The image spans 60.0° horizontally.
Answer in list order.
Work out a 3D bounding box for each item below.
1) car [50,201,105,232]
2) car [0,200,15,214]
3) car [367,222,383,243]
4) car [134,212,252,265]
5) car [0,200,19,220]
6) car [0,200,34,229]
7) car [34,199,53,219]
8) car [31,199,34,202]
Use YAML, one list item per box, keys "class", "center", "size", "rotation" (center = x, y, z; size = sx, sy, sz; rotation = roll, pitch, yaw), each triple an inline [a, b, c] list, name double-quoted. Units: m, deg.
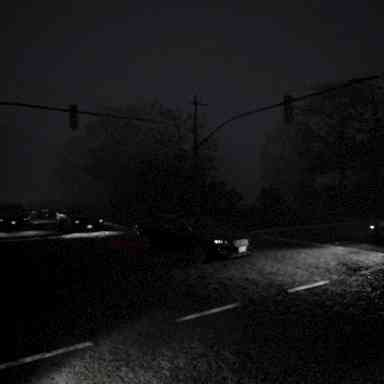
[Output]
- class: "car"
  center: [-7.104, 1.540, 20.703]
  size: [2.033, 1.411, 5.357]
  rotation: [0, 0, -33]
- class: "car"
  center: [-21.023, 1.637, 37.472]
  size: [1.994, 1.385, 4.181]
  rotation: [0, 0, -28]
- class: "car"
  center: [9.982, 1.603, 14.979]
  size: [4.718, 1.301, 1.895]
  rotation: [0, 0, -33]
- class: "car"
  center: [-0.141, 1.490, 11.944]
  size: [2.128, 1.511, 4.902]
  rotation: [0, 0, -44]
- class: "car"
  center: [-16.170, 1.494, 28.811]
  size: [1.882, 1.535, 5.008]
  rotation: [0, 0, -30]
- class: "car"
  center: [-11.351, 1.497, 20.851]
  size: [1.837, 1.490, 4.892]
  rotation: [0, 0, -32]
- class: "car"
  center: [-12.412, 1.489, 29.301]
  size: [1.882, 1.535, 5.008]
  rotation: [0, 0, -30]
- class: "car"
  center: [-19.594, 1.629, 42.162]
  size: [1.812, 1.442, 4.674]
  rotation: [0, 0, -27]
